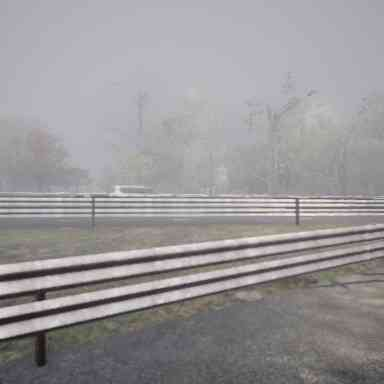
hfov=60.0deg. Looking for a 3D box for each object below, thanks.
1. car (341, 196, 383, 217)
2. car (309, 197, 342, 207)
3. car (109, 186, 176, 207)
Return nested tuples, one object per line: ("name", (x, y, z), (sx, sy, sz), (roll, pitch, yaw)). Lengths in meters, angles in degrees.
("car", (14.105, 1.155, 25.058), (4.718, 1.301, 1.895), (1, 0, -14))
("car", (13.237, 1.090, 28.453), (5.357, 1.411, 2.033), (1, 0, -14))
("car", (-4.110, 0.540, 27.742), (5.566, 2.045, 2.150), (1, 0, -14))
